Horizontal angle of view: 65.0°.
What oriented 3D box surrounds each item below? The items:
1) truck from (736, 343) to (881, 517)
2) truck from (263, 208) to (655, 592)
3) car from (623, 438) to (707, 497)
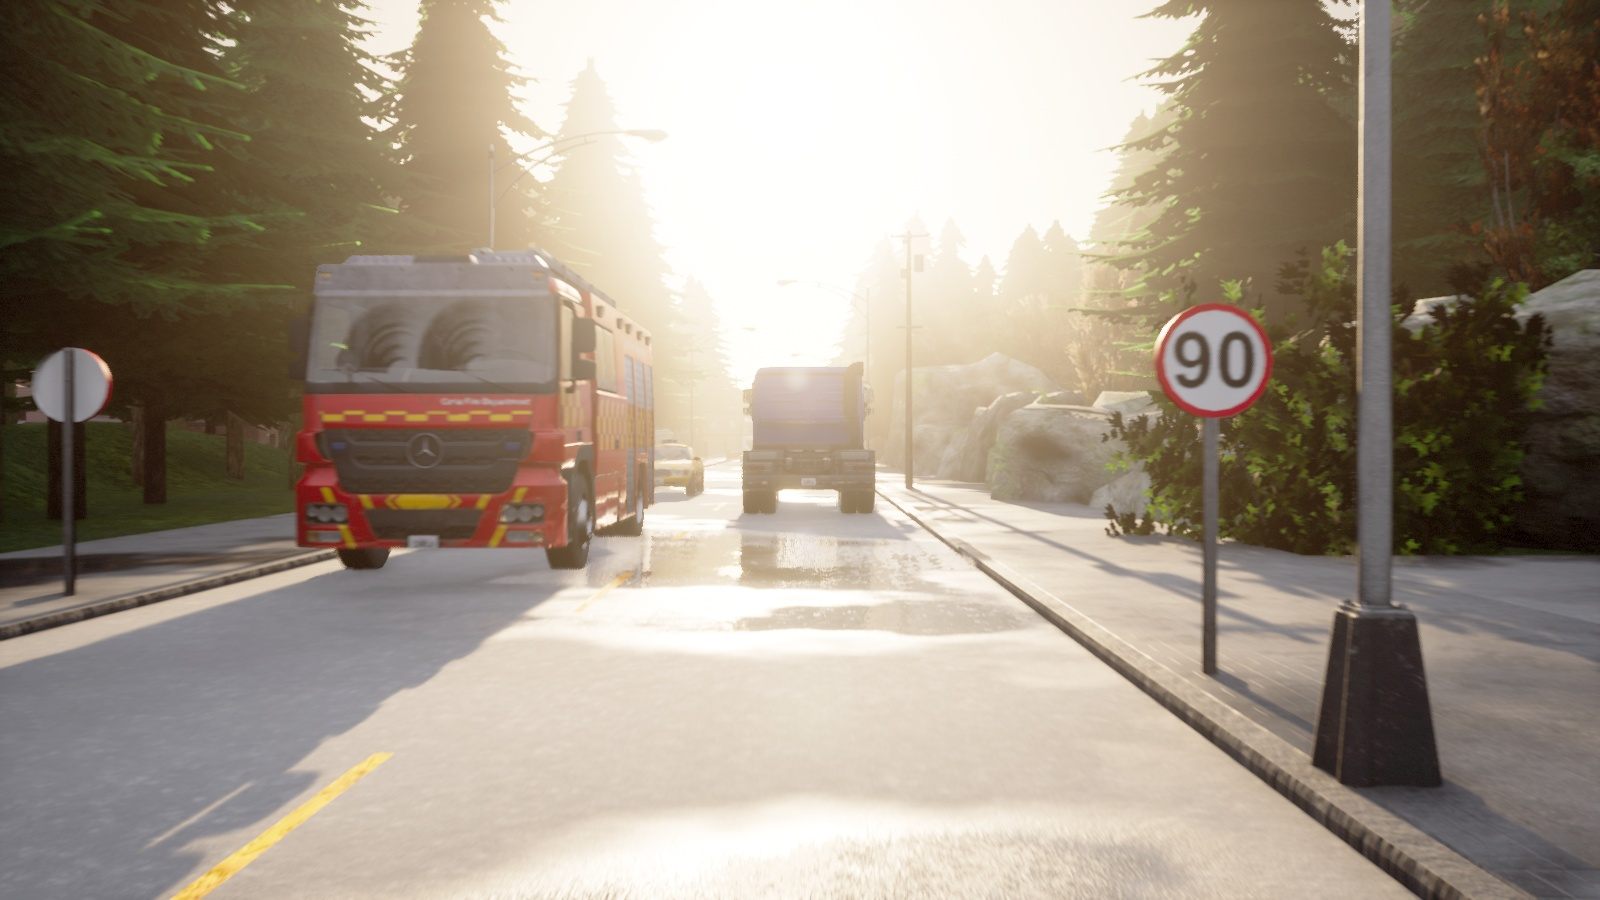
[{"bbox_3d":[0.195,-0.427,28.922,2.891,3.462,7.936,0,0,0],"label":"truck"},{"bbox_3d":[-3.888,-0.533,16.760,2.891,3.827,8.468,0,0,0],"label":"truck"},{"bbox_3d":[-3.757,0.445,35.831,1.801,1.575,5.366,0,0,0],"label":"car"}]
